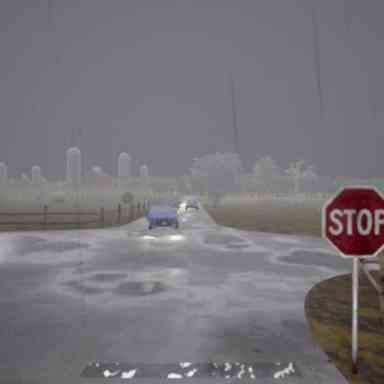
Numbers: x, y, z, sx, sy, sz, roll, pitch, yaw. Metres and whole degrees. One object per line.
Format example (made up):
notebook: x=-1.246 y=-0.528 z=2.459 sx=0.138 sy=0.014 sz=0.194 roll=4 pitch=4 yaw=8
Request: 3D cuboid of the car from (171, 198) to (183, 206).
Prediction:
car: x=-2.909 y=1.916 z=65.071 sx=1.994 sy=1.385 sz=4.181 roll=0 pitch=0 yaw=0

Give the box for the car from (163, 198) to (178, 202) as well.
car: x=-2.931 y=1.681 z=35.644 sx=2.128 sy=1.511 sz=4.902 roll=0 pitch=0 yaw=0

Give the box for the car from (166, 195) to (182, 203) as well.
car: x=-2.952 y=1.472 z=48.877 sx=2.150 sy=2.045 sz=5.566 roll=0 pitch=-1 yaw=0

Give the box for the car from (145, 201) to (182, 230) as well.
car: x=-2.099 y=1.601 z=22.205 sx=1.882 sy=1.535 sz=5.008 roll=0 pitch=0 yaw=-11

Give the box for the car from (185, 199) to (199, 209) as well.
car: x=-0.020 y=1.795 z=48.880 sx=2.033 sy=1.411 sz=5.357 roll=0 pitch=0 yaw=0
